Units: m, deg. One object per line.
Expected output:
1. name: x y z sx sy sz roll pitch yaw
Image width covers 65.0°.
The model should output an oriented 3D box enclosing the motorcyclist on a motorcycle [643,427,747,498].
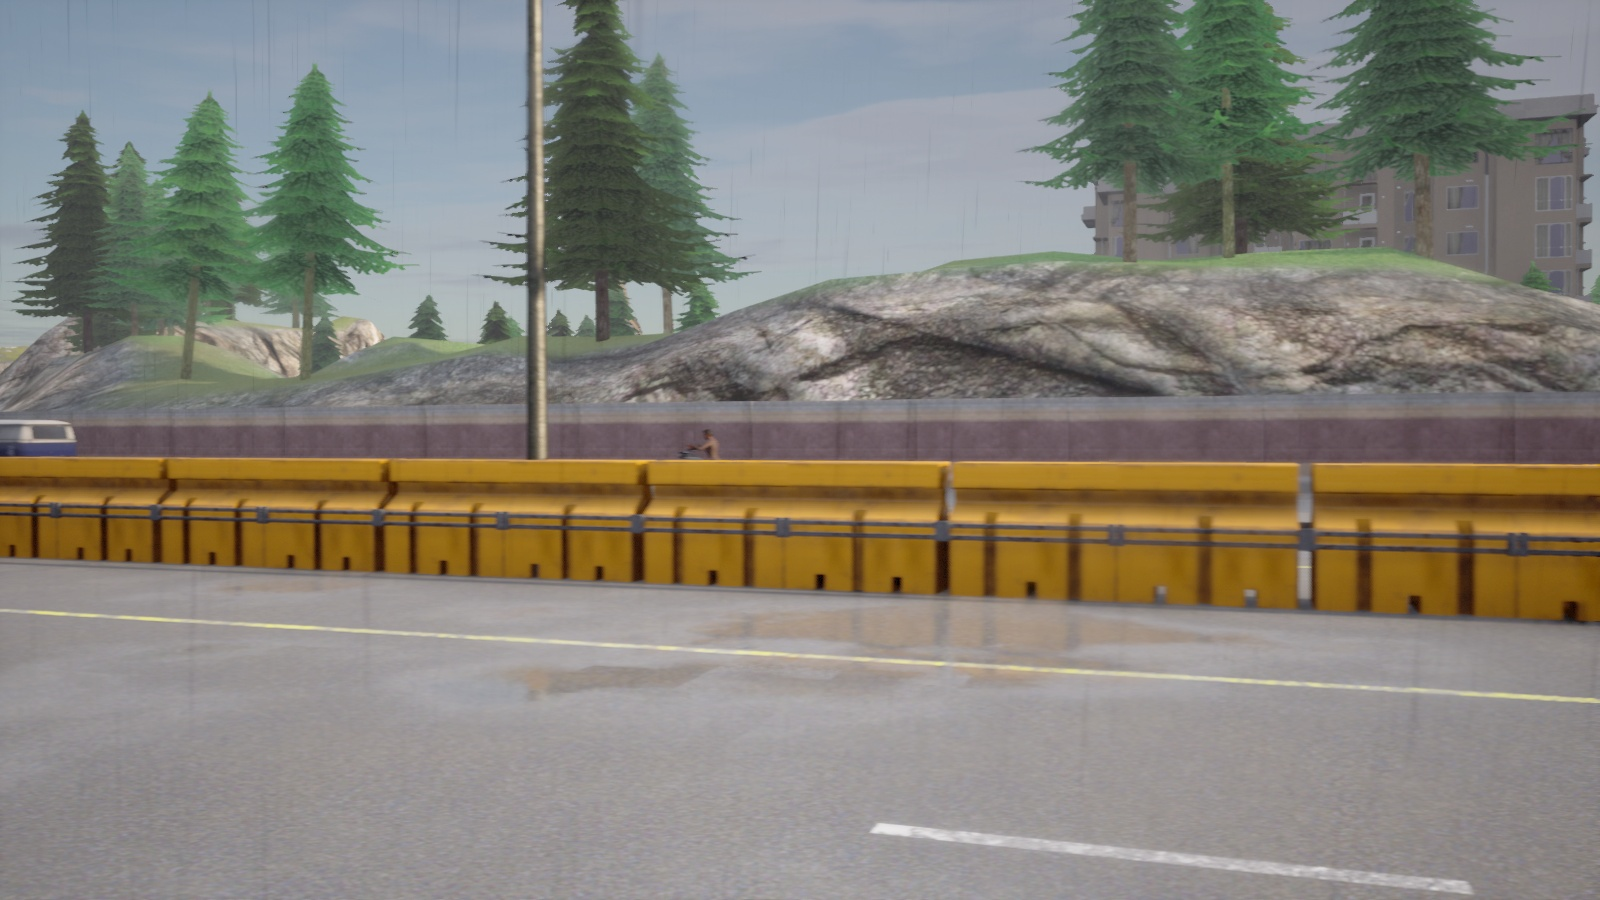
1. motorcyclist on a motorcycle: -2.504 0.289 29.886 2.350 1.649 0.766 0 1 19

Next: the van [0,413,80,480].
1. van: -24.542 -0.135 38.870 4.442 1.987 1.775 1 1 27
